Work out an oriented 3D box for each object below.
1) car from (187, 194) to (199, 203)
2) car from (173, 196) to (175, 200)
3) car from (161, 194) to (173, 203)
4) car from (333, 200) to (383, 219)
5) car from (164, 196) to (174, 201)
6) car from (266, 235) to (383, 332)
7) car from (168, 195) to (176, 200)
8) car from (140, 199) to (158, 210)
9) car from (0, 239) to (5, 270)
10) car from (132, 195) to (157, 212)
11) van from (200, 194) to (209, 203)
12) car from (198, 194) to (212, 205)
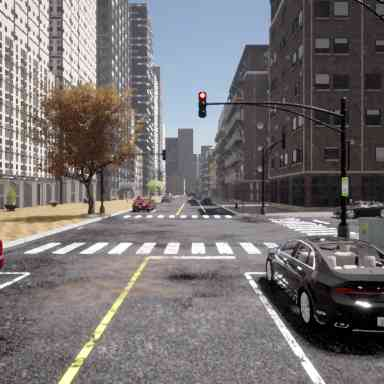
[{"bbox_3d":[-0.032,1.656,68.920,1.895,1.301,4.718,0,0,0],"label":"car"},{"bbox_3d":[-5.727,1.385,77.810,2.192,1.841,5.009,0,0,0],"label":"car"},{"bbox_3d":[-5.724,1.627,72.288,1.947,1.339,4.313,0,0,0],"label":"car"},{"bbox_3d":[13.414,1.350,26.177,4.403,1.369,2.008,-1,1,-1],"label":"car"},{"bbox_3d":[-5.729,1.632,83.333,2.008,1.369,4.403,0,0,0],"label":"car"},{"bbox_3d":[2.686,1.551,6.766,2.008,1.369,4.403,0,0,0],"label":"car"},{"bbox_3d":[-5.734,1.654,94.379,2.008,1.369,4.403,0,0,0],"label":"car"},{"bbox_3d":[-5.712,1.592,44.673,1.947,1.339,4.313,0,0,0],"label":"car"},{"bbox_3d":[-5.694,1.545,6.762,1.887,1.381,4.507,0,0,0],"label":"car"},{"bbox_3d":[-5.709,1.336,39.150,2.192,1.841,5.009,0,0,0],"label":"car"},{"bbox_3d":[2.656,1.402,72.292,1.690,1.788,3.998,0,0,0],"label":"van"},{"bbox_3d":[2.662,1.610,61.245,1.947,1.339,4.313,0,0,0],"label":"car"}]
